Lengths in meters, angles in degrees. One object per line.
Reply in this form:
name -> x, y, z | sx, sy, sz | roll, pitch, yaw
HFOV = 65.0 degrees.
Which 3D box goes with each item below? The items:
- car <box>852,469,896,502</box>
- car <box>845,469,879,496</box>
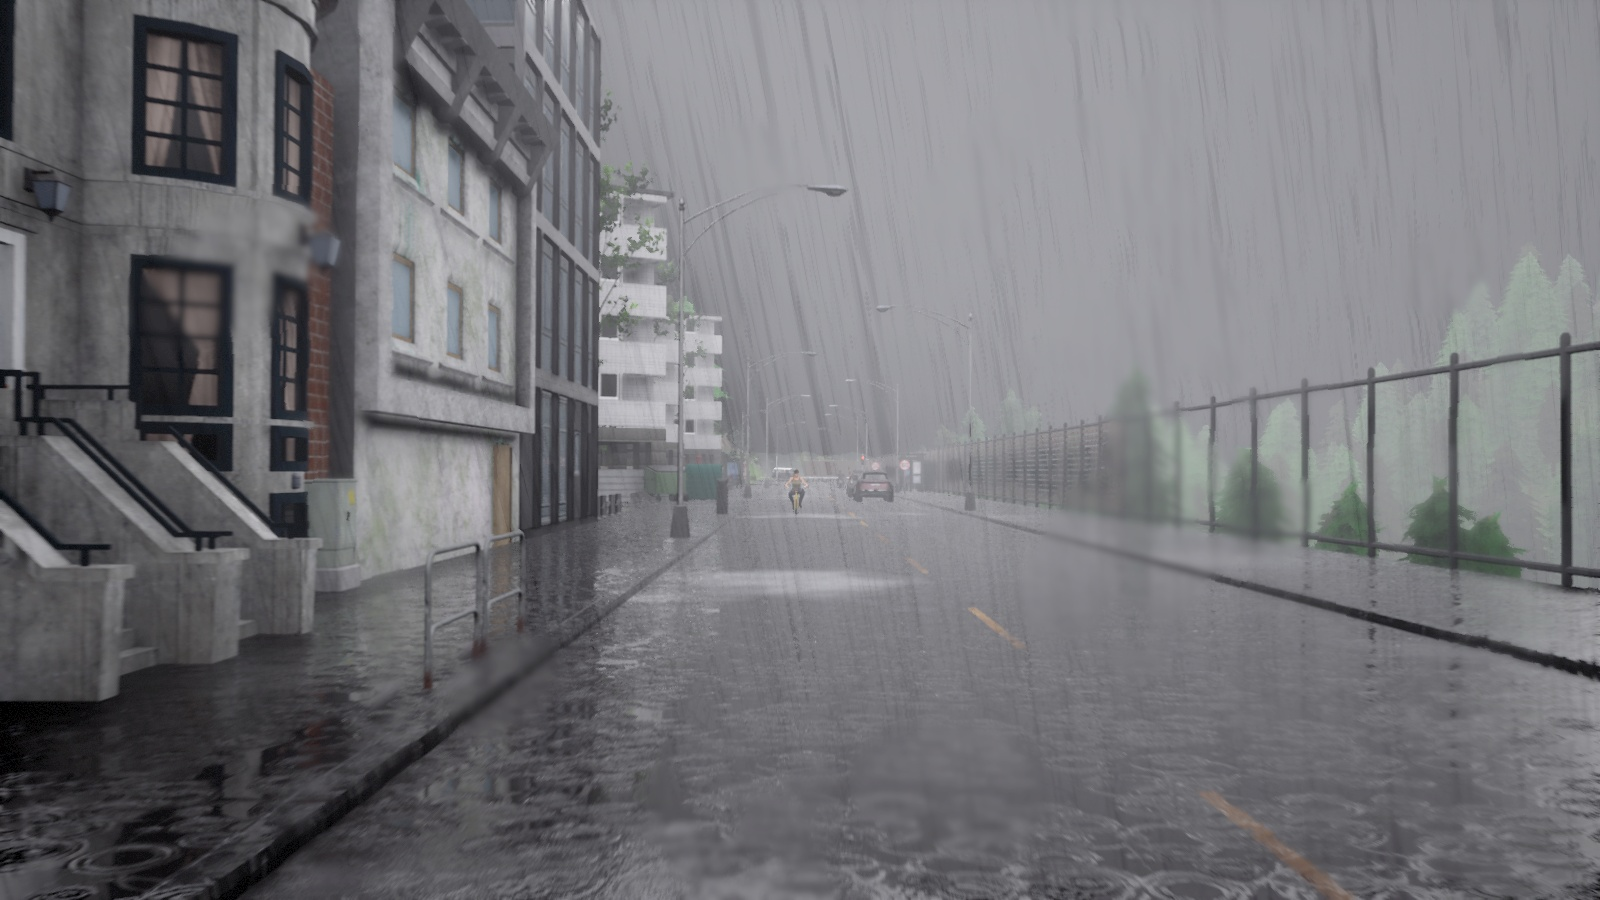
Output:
car -> 3.830, 1.833, 65.915 | 2.033, 1.649, 4.856 | 0, -1, 0
car -> 3.800, 1.996, 77.544 | 1.851, 1.617, 3.988 | 0, -1, 0
